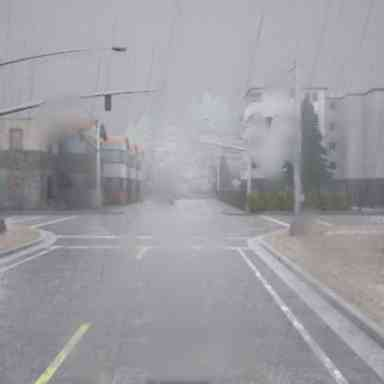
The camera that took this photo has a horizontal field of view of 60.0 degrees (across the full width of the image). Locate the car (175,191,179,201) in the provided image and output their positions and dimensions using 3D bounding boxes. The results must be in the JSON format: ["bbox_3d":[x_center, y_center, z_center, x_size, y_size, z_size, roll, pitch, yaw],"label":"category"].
[{"bbox_3d":[-3.506,0.634,62.737,2.097,1.767,4.553,0,0,0],"label":"car"}]

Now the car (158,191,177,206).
[{"bbox_3d":[-3.584,1.088,46.290,1.882,1.535,5.008,0,1,0],"label":"car"}]
